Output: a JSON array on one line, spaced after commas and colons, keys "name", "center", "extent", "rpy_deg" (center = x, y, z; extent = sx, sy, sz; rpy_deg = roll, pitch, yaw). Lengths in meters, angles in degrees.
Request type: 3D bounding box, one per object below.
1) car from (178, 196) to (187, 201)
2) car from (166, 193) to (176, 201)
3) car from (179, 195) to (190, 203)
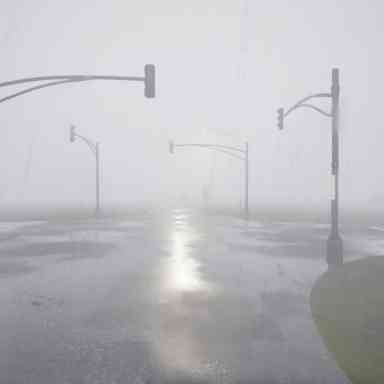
[{"name": "car", "center": [-2.251, 1.559, 79.939], "extent": [1.895, 1.301, 4.718], "rpy_deg": [0, 0, -4]}, {"name": "car", "center": [-4.633, 1.013, 73.958], "extent": [2.097, 1.767, 4.553], "rpy_deg": [0, 0, -3]}, {"name": "car", "center": [-1.645, 1.384, 69.865], "extent": [2.097, 1.767, 4.553], "rpy_deg": [0, 0, -3]}]
